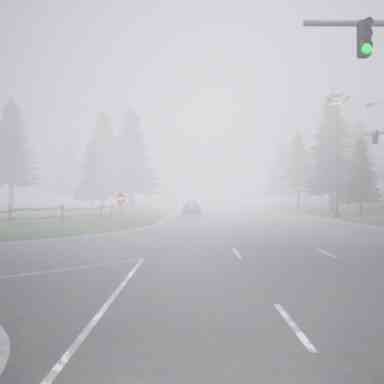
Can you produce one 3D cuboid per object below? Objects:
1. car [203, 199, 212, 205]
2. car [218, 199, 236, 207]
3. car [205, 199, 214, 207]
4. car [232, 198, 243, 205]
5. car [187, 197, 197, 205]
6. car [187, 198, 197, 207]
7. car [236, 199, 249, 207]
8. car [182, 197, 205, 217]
[{"bbox_3d":[3.491,2.253,77.575,1.895,1.301,4.718,0,-1,0],"label":"car"},{"bbox_3d":[6.993,2.261,67.125,2.033,1.411,5.357,0,-1,0],"label":"car"},{"bbox_3d":[3.492,2.281,67.541,1.994,1.385,4.181,0,-1,0],"label":"car"},{"bbox_3d":[10.491,2.210,77.546,1.994,1.385,4.181,0,-1,0],"label":"car"},{"bbox_3d":[-0.009,2.013,77.517,2.097,1.767,4.553,0,-1,0],"label":"car"},{"bbox_3d":[-0.008,2.071,67.513,2.097,1.767,4.553,0,-1,0],"label":"car"},{"bbox_3d":[10.492,2.241,67.542,1.812,1.442,4.674,0,-1,0],"label":"car"},{"bbox_3d":[-0.004,1.741,36.478,2.097,1.767,4.553,0,-1,0],"label":"car"}]
